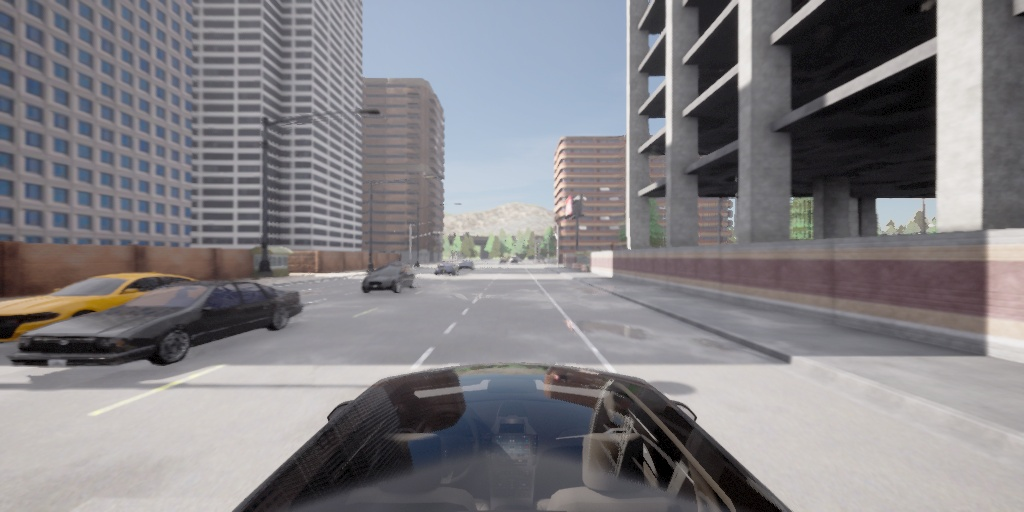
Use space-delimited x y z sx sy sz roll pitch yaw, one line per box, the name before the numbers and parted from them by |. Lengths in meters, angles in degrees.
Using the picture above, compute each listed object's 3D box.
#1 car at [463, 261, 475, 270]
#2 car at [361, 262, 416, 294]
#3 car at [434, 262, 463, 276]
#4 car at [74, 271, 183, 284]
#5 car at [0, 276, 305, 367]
car | -6.568 1.372 52.983 2.033 1.411 5.357 0 0 1
car | -6.869 1.269 20.454 1.837 1.490 4.892 0 0 1
car | -6.748 1.360 37.428 1.994 1.385 4.181 0 0 1
car | -10.559 1.211 9.747 1.882 1.535 5.008 0 0 1
car | -7.074 1.288 8.254 2.033 1.411 5.357 0 0 0
